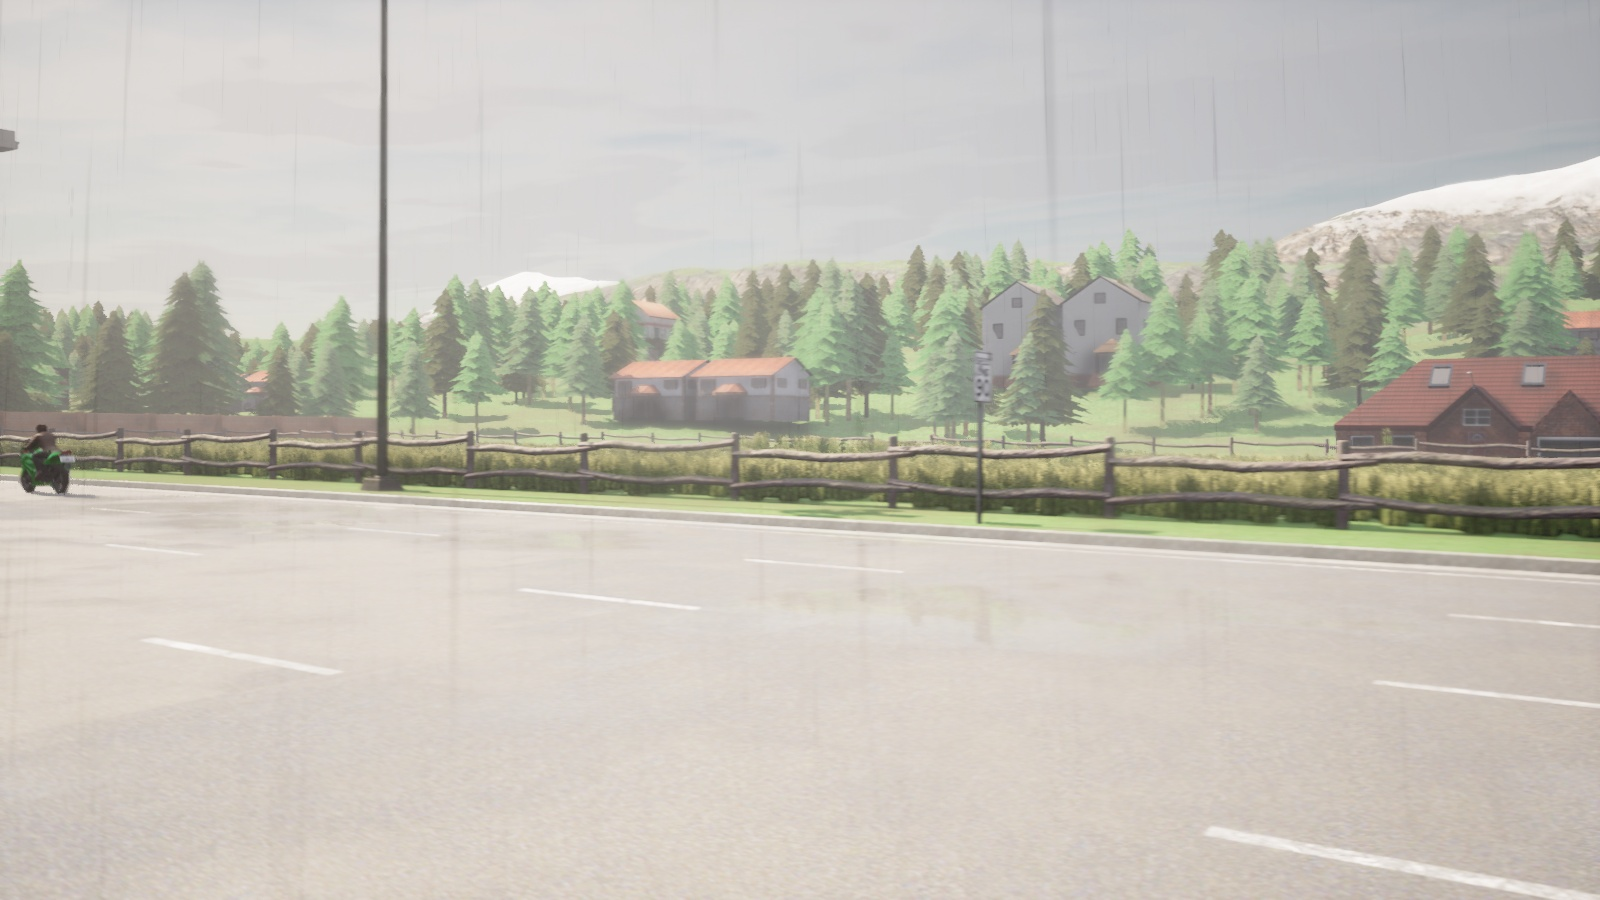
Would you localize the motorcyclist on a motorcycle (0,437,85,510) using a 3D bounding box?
[{"bbox_3d":[-16.381,0.491,27.111,2.044,1.523,0.797,0,1,34],"label":"motorcyclist on a motorcycle"}]
